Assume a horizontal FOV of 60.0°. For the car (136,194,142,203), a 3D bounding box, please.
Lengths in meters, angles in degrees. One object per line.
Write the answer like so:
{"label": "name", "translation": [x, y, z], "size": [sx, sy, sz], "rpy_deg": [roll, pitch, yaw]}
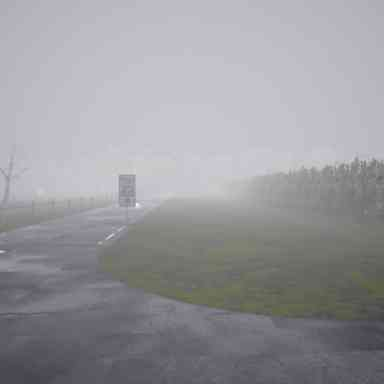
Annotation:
{"label": "car", "translation": [-9.102, 1.013, 52.439], "size": [1.895, 1.301, 4.718], "rpy_deg": [0, 1, -2]}
